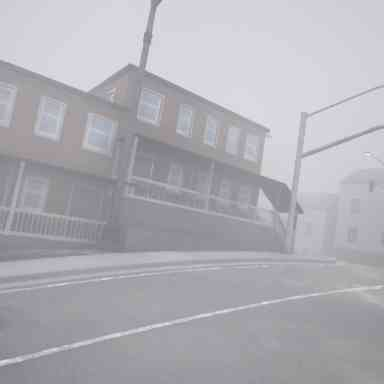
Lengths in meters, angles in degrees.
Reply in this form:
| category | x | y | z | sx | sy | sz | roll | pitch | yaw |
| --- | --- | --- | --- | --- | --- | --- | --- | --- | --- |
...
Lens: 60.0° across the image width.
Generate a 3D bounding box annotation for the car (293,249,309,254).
| category | x | y | z | sx | sy | sz | roll | pitch | yaw |
| --- | --- | --- | --- | --- | --- | --- | --- | --- | --- |
| car | 8.851 | 5.854 | 30.376 | 2.128 | 1.511 | 4.902 | 13 | -16 | -34 |
